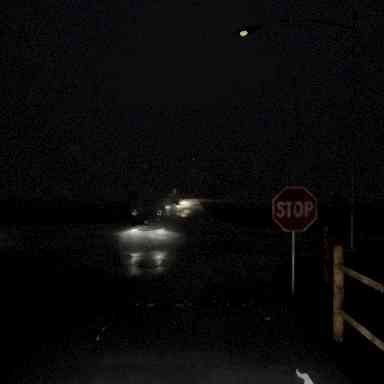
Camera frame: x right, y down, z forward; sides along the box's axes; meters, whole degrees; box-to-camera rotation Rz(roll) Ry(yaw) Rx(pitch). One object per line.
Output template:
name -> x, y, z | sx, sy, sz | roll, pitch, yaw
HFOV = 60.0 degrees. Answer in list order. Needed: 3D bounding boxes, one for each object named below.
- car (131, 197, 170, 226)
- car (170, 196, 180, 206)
car -> -2.864, 1.303, 22.952 | 2.097, 1.767, 4.553 | 0, 0, 0
car -> -3.022, 1.406, 54.617 | 1.837, 1.490, 4.892 | 0, 1, 0
